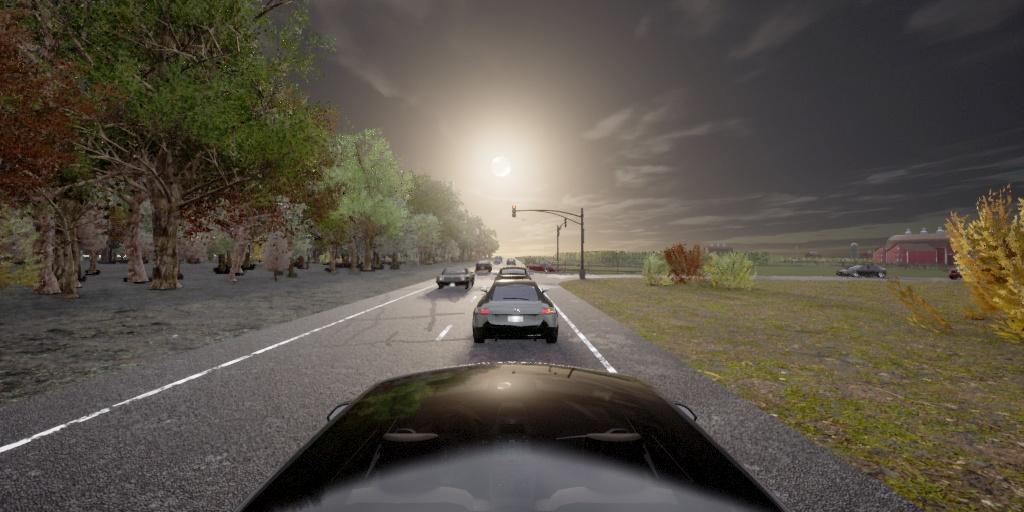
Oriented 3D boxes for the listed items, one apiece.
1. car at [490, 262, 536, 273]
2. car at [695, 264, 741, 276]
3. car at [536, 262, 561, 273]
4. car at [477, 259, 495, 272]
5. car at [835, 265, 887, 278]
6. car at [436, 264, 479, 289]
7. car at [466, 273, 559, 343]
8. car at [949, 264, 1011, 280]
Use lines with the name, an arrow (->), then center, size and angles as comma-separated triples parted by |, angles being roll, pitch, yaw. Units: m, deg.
car -> 0.059, 1.259, 18.565 | 1.837, 1.490, 4.892 | 0, 0, 0
car -> 23.974, 1.617, 41.053 | 5.357, 1.411, 2.033 | 1, -1, 0
car -> 3.741, 1.441, 44.901 | 4.718, 1.301, 1.895 | 3, 2, 41
car -> -3.521, 1.233, 45.332 | 1.882, 1.535, 5.008 | 0, 0, 0
car -> 39.869, 1.744, 41.018 | 4.892, 1.490, 1.837 | -1, -1, 0
car -> -3.458, 1.355, 22.909 | 1.895, 1.301, 4.718 | 0, 0, 0
car -> 0.076, 1.316, 9.665 | 1.994, 1.385, 4.181 | 0, 0, 0
car -> 48.806, 1.633, 37.413 | 4.553, 1.767, 2.097 | 1, -1, 0
